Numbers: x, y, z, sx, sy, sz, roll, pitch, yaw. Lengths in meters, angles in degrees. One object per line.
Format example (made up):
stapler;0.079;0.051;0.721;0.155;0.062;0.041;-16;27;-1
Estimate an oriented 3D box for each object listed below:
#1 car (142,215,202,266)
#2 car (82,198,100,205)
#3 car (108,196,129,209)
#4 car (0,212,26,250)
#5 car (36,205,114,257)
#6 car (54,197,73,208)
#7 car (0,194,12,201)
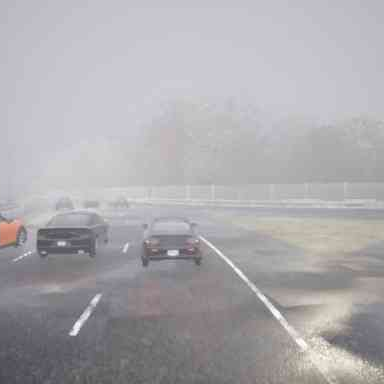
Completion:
car;-0.761;1.529;11.548;1.812;1.442;4.674;0;0;-6
car;-14.023;1.532;45.903;1.882;1.535;5.008;0;0;-25
car;-10.191;1.392;45.974;2.097;1.767;4.553;0;0;-25
car;-7.884;1.382;12.210;2.097;1.767;4.553;0;0;-6
car;-4.457;1.495;13.090;1.882;1.535;5.008;0;0;-7
car;-17.059;1.417;44.143;2.097;1.767;4.553;0;0;-25
car;-47.600;1.350;82.932;4.553;1.767;2.097;0;0;36
